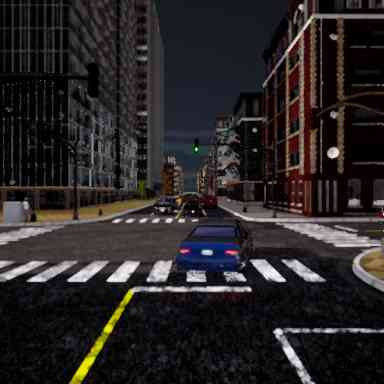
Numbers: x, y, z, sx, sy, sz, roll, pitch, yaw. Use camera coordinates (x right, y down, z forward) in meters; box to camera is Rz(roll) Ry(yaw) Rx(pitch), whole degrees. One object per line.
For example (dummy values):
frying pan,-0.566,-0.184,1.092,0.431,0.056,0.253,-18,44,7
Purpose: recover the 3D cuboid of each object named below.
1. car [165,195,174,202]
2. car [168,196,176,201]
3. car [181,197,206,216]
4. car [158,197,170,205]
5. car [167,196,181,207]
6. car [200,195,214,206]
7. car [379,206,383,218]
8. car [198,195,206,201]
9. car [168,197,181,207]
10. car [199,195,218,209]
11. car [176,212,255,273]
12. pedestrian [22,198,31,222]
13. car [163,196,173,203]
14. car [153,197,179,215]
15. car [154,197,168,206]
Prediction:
car,-5.364,1.569,80.231,1.967,1.590,4.097,0,0,0
car,-5.447,1.729,91.418,1.802,1.307,4.206,0,0,0
car,0.098,1.557,33.120,1.837,1.490,4.892,0,0,0
car,-5.317,1.646,63.453,1.887,1.381,4.507,0,0,0
car,-2.818,1.595,44.144,1.812,1.442,4.674,0,0,0
car,2.563,1.407,57.861,2.192,1.841,5.009,0,0,0
car,15.313,1.128,22.220,5.009,1.841,2.192,-1,1,-1
car,2.692,1.584,89.432,1.967,1.590,4.097,0,0,0
car,-2.751,1.564,54.631,1.882,1.535,5.008,0,0,0
car,2.563,1.389,46.675,2.192,1.841,5.009,0,0,0
car,0.975,1.556,10.821,2.033,1.411,5.357,-1,0,14
pedestrian,-12.349,1.308,24.865,0.375,1.860,0.375,0,1,-1
car,-5.317,1.670,74.639,2.008,1.369,4.403,0,0,0
car,-2.844,1.546,34.517,2.128,1.511,4.902,0,0,0
car,-5.317,1.643,57.860,2.008,1.369,4.403,0,0,0
